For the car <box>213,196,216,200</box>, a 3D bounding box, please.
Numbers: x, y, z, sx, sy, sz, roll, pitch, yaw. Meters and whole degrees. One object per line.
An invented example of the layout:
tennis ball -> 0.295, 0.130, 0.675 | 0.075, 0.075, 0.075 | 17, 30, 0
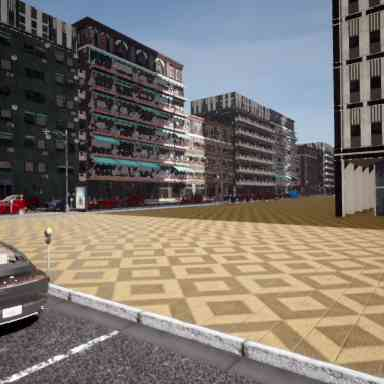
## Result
car -> 6.406, 1.028, 73.163 | 1.967, 1.590, 4.097 | -1, 0, 36

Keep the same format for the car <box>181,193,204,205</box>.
car -> 0.148, 1.062, 50.360 | 1.967, 1.590, 4.097 | -1, 0, 36

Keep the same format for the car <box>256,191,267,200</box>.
car -> 13.177, 1.046, 68.224 | 1.802, 1.307, 4.206 | -1, 0, 36

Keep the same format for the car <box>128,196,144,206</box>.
car -> -8.911, 1.288, 47.750 | 1.812, 1.442, 4.674 | -1, 0, 36

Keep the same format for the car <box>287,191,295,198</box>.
car -> 22.948, 0.932, 81.623 | 1.802, 1.307, 4.206 | -1, 0, 36

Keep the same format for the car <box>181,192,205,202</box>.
car -> 0.217, 0.923, 60.128 | 2.097, 1.767, 4.553 | -1, 0, 36

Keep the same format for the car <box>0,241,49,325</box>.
car -> -4.447, 1.553, 6.247 | 4.403, 1.369, 2.008 | 0, -1, 36

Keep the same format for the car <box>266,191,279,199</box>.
car -> 16.431, 0.740, 72.690 | 2.192, 1.841, 5.009 | -1, 0, 36

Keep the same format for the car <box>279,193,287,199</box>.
car -> 19.690, 0.938, 77.156 | 2.008, 1.369, 4.403 | -1, 0, 36

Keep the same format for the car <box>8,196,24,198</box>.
car -> -19.978, 1.453, 32.601 | 2.033, 1.411, 5.357 | -1, 0, 36

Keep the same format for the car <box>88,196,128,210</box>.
car -> -9.623, 1.186, 36.962 | 1.967, 1.590, 4.097 | -1, 0, 36

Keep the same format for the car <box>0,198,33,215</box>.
car -> -16.135, 1.413, 28.030 | 1.802, 1.307, 4.206 | -1, 0, 36

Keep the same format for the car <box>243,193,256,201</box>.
car -> 9.920, 1.048, 63.759 | 1.887, 1.381, 4.507 | -1, 0, 36

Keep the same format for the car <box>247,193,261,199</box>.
car -> 16.178, 1.040, 86.562 | 1.947, 1.339, 4.313 | -1, 0, 36

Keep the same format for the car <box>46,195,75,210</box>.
car -> -14.714, 1.189, 39.819 | 2.097, 1.767, 4.553 | -1, 0, 36

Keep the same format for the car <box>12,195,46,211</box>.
car -> -19.651, 1.228, 37.435 | 2.192, 1.841, 5.009 | -1, 0, 36

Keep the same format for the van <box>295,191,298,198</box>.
van -> 26.202, 0.654, 86.089 | 1.690, 1.788, 3.998 | -1, 0, 36

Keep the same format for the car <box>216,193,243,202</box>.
car -> 6.663, 1.093, 59.293 | 2.008, 1.369, 4.403 | -1, 0, 36

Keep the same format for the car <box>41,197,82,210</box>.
car -> -16.391, 1.415, 41.902 | 1.887, 1.381, 4.507 | -1, 0, 36
